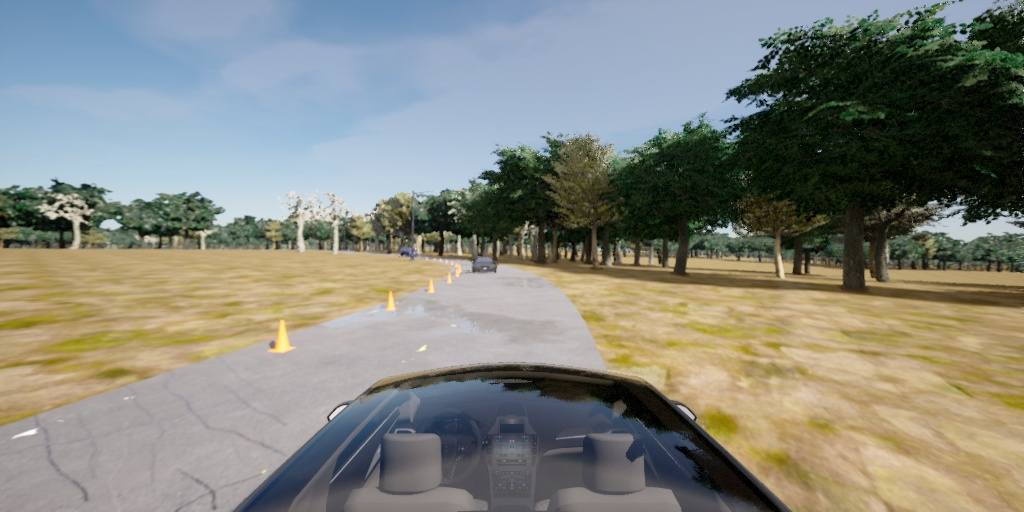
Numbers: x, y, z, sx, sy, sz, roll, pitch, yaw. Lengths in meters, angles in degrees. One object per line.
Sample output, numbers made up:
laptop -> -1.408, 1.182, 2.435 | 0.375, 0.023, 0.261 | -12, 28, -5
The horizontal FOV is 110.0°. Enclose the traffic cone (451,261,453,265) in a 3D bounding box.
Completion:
traffic cone -> -7.604, 0.821, 45.531 | 0.340, 0.580, 0.340 | 0, 0, -17

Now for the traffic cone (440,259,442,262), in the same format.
traffic cone -> -10.845, 0.583, 54.685 | 0.340, 0.580, 0.340 | 0, 0, -23

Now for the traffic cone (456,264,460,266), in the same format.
traffic cone -> -4.568, 1.124, 31.290 | 0.340, 0.580, 0.340 | 0, 0, -8

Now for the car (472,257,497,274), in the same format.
car -> -2.385, 0.772, 30.694 | 1.994, 1.385, 4.181 | 1, 1, -7

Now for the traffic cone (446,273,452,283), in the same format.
traffic cone -> -3.793, 1.303, 21.609 | 0.340, 0.580, 0.340 | 0, 0, -2

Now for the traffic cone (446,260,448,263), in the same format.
traffic cone -> -9.105, 0.706, 50.150 | 0.340, 0.580, 0.340 | 0, 0, -20

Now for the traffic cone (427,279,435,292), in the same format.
traffic cone -> -3.785, 1.388, 16.751 | 0.340, 0.580, 0.340 | 0, 0, 1

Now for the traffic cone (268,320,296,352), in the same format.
traffic cone -> -4.528, 1.552, 7.066 | 0.340, 0.580, 0.340 | 0, 0, 7

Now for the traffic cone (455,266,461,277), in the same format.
traffic cone -> -4.055, 1.215, 26.460 | 0.340, 0.580, 0.340 | 0, 0, -5

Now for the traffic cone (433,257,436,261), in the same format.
traffic cone -> -12.820, 0.454, 59.123 | 0.340, 0.580, 0.340 | 0, 0, -25

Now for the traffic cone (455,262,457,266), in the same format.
traffic cone -> -5.332, 1.029, 36.088 | 0.340, 0.580, 0.340 | 0, 0, -11

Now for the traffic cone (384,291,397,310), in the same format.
traffic cone -> -4.030, 1.470, 11.899 | 0.340, 0.580, 0.340 | 0, 0, 4
